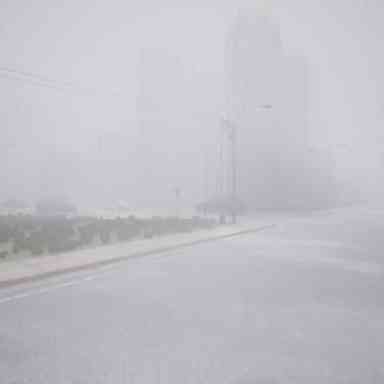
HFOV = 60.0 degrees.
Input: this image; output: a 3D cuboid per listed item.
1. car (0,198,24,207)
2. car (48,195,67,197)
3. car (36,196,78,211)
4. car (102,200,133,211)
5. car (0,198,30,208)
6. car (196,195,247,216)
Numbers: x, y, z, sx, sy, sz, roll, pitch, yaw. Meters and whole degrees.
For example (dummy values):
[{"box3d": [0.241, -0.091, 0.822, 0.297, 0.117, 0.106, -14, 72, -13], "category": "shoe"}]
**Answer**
[{"box3d": [-31.822, 1.791, 58.589, 5.008, 1.535, 1.882, 0, 0, 34], "category": "car"}, {"box3d": [-21.183, 1.481, 51.350, 5.566, 2.045, 2.150, -1, 0, 36], "category": "car"}, {"box3d": [-15.360, 1.674, 38.011, 2.242, 1.667, 4.611, 0, 0, 35], "category": "car"}, {"box3d": [-9.794, 1.738, 43.599, 4.674, 1.442, 1.812, -1, -1, 35], "category": "car"}, {"box3d": [-27.123, 1.816, 51.119, 5.357, 1.411, 2.033, 0, 0, 35], "category": "car"}, {"box3d": [3.046, 1.378, 34.828, 5.566, 2.045, 2.150, 0, 0, 35], "category": "car"}]
